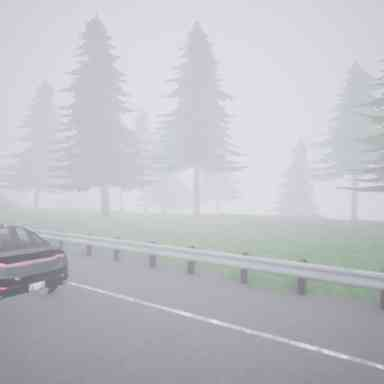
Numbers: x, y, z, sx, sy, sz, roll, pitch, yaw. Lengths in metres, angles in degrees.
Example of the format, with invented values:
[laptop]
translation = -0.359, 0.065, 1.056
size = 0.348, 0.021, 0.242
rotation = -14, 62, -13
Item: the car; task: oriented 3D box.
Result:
[car]
translation = -4.757, 1.465, 7.376
size = 4.902, 1.511, 2.128
rotation = 0, 0, 35
